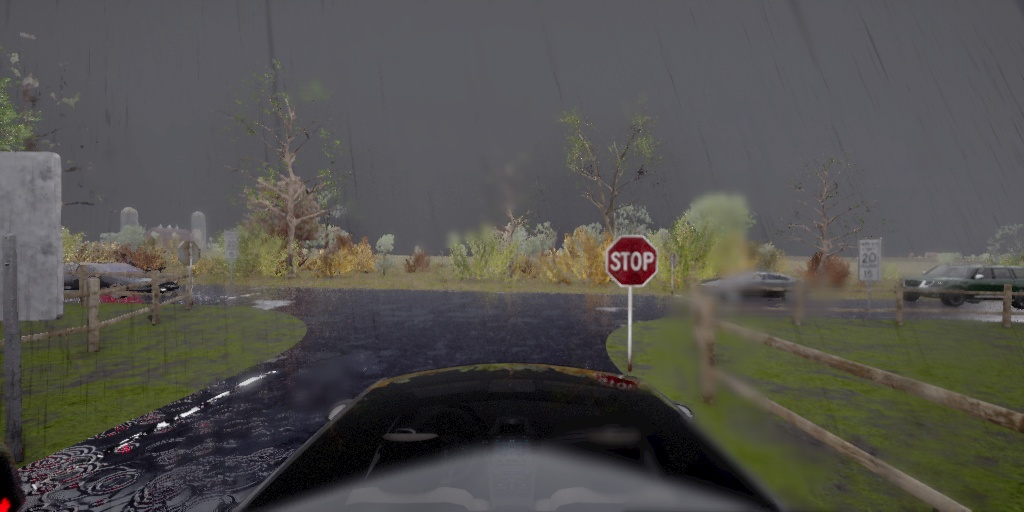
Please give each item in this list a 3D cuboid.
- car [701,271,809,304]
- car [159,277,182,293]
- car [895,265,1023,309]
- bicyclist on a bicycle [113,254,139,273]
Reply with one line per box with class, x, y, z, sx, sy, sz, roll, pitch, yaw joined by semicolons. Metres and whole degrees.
car;11.986;1.494;17.944;4.902;1.511;2.128;1;1;0
car;-17.204;0.960;14.994;5.357;1.411;2.033;1;1;0
car;22.740;1.453;17.943;5.566;2.045;2.150;1;1;0
bicyclist on a bicycle;-22.614;0.686;20.975;0.582;1.620;1.656;1;0;0
